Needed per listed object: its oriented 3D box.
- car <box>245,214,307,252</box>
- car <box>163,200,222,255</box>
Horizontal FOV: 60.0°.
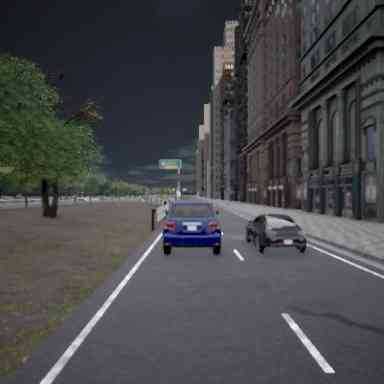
[{"bbox_3d":[3.503,1.663,14.385,1.812,1.442,4.674,0,0,0],"label":"car"},{"bbox_3d":[0.001,1.350,14.033,2.150,2.045,5.566,0,0,0],"label":"car"}]
